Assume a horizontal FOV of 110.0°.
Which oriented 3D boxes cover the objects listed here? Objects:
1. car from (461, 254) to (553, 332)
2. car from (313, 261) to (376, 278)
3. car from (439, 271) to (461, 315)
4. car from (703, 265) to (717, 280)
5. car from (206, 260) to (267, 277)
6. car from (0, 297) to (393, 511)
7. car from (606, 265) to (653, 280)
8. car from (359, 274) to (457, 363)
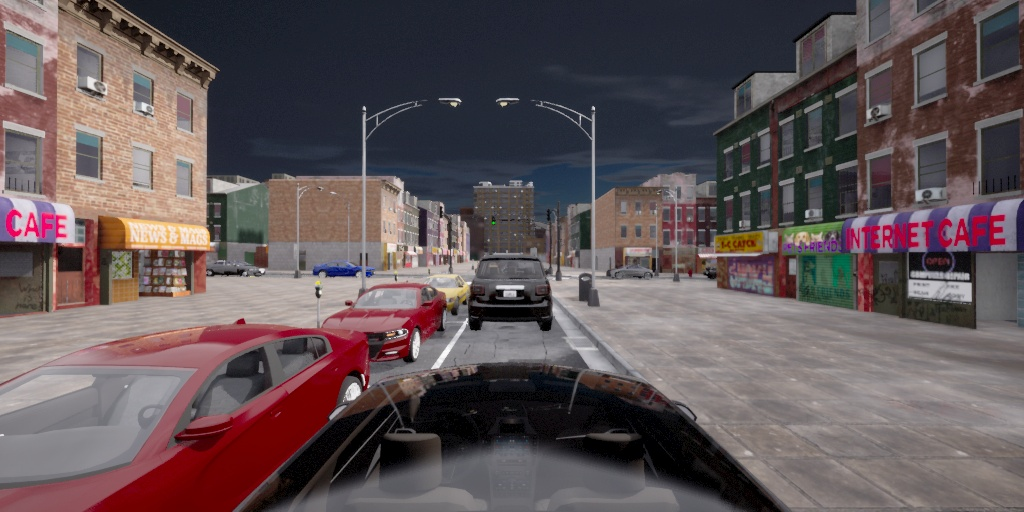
[{"bbox_3d":[-0.019,0.976,11.029,2.150,2.045,5.566,0,0,1],"label":"car"},{"bbox_3d":[-14.355,1.155,30.803,5.008,1.535,1.882,0,0,-1],"label":"car"},{"bbox_3d":[-2.625,1.282,13.533,1.751,1.417,4.829,0,0,0],"label":"car"},{"bbox_3d":[21.193,1.290,33.902,5.566,2.045,2.150,1,0,0],"label":"car"},{"bbox_3d":[-23.854,1.102,30.767,4.902,1.511,2.128,0,0,0],"label":"car"},{"bbox_3d":[-2.636,1.295,2.715,1.888,1.381,4.507,0,0,0],"label":"car"},{"bbox_3d":[11.063,1.487,33.861,4.181,1.385,1.994,1,0,-1],"label":"car"},{"bbox_3d":[-2.630,1.298,8.210,1.888,1.381,4.507,0,0,0],"label":"car"}]
